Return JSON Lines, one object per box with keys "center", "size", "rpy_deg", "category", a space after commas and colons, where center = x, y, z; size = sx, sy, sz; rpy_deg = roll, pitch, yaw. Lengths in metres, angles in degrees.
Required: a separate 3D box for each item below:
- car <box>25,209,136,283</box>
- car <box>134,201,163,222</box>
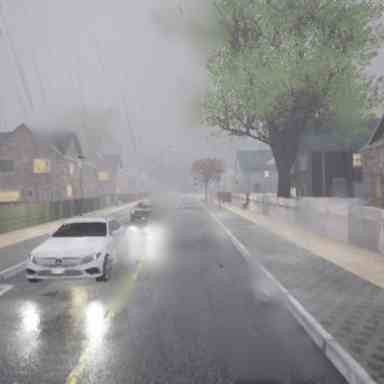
{"center": [-2.972, 1.442, 9.594], "size": [1.812, 1.442, 4.674], "rpy_deg": [-1, 0, -1], "category": "car"}
{"center": [-3.160, 1.361, 23.819], "size": [1.895, 1.301, 4.718], "rpy_deg": [-1, 1, -1], "category": "car"}
